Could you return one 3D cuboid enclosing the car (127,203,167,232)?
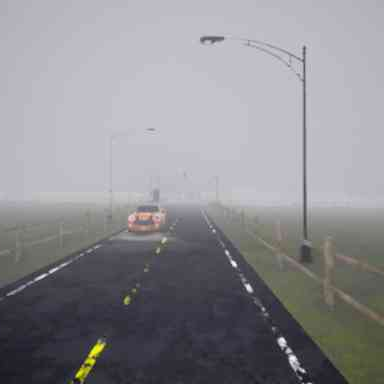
[{"bbox_3d":[-2.849,1.556,21.792,2.097,1.767,4.553,0,-1,0],"label":"car"}]
